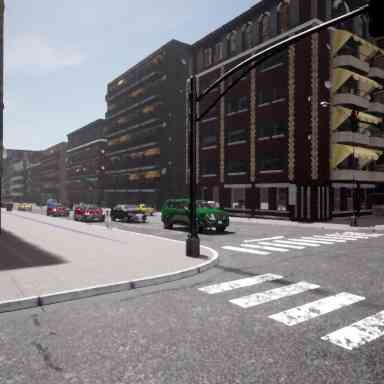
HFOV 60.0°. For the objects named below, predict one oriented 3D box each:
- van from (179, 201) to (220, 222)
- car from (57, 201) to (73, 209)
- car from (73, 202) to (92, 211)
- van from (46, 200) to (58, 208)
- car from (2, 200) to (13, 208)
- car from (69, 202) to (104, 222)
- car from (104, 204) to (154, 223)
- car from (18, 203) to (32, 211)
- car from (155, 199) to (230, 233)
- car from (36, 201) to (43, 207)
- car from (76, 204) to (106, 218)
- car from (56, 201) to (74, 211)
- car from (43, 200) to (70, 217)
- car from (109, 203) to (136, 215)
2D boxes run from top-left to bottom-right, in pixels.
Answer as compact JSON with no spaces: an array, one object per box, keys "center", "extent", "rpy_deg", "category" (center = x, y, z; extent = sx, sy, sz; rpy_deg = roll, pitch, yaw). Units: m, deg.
[{"center":[0.646,1.751,31.200],"extent":[1.690,1.788,3.998],"rpy_deg":[-1,0,-36],"category":"van"},{"center":[-25.866,2.595,67.728],"extent":[1.967,1.590,4.097],"rpy_deg":[-1,0,-36],"category":"car"},{"center":[-19.370,2.496,58.709],"extent":[1.752,1.417,4.829],"rpy_deg":[-1,0,-36],"category":"car"},{"center":[-32.463,2.684,76.886],"extent":[1.690,1.788,3.998],"rpy_deg":[-1,0,-36],"category":"van"},{"center":[-42.507,2.719,76.606],"extent":[2.192,1.841,5.009],"rpy_deg":[-1,0,-36],"category":"car"},{"center":[-9.534,1.908,30.821],"extent":[1.967,1.590,4.097],"rpy_deg":[-1,0,-36],"category":"car"},{"center":[-5.823,1.924,30.070],"extent":[2.128,1.511,4.902],"rpy_deg":[0,-1,-36],"category":"car"},{"center":[-29.215,2.551,58.153],"extent":[1.752,1.417,4.829],"rpy_deg":[-1,0,-36],"category":"car"},{"center":[0.042,1.490,21.923],"extent":[2.150,2.045,5.566],"rpy_deg":[0,-1,-36],"category":"car"},{"center":[-39.051,3.097,86.040],"extent":[1.947,1.339,4.313],"rpy_deg":[-1,0,-36],"category":"car"},{"center":[-11.670,2.162,38.211],"extent":[1.994,1.385,4.181],"rpy_deg":[0,-1,-36],"category":"car"},{"center":[-22.437,2.466,58.614],"extent":[1.882,1.535,5.008],"rpy_deg":[0,-1,-36],"category":"car"},{"center":[-16.128,2.094,39.978],"extent":[1.967,1.590,4.097],"rpy_deg":[-1,0,-36],"category":"car"},{"center":[-9.378,2.253,44.835],"extent":[1.947,1.339,4.313],"rpy_deg":[-1,0,-36],"category":"car"}]
